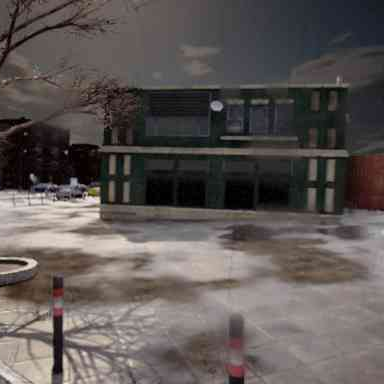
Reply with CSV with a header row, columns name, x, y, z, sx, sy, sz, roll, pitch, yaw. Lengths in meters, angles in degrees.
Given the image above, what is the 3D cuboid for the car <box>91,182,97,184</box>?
name,x,y,z,sx,sy,sz,roll,pitch,yaw
car,-23.467,-0.852,70.398,4.892,1.521,2.231,2,2,19

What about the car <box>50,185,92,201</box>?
name,x,y,z,sx,sy,sz,roll,pitch,yaw
car,-15.735,0.293,43.546,2.128,1.511,4.902,2,2,14

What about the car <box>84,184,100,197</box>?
name,x,y,z,sx,sy,sz,roll,pitch,yaw
car,-15.381,-0.083,55.431,1.882,1.535,5.008,2,2,19

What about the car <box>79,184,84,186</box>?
name,x,y,z,sx,sy,sz,roll,pitch,yaw
car,-24.319,-0.913,67.768,4.553,1.767,2.185,2,2,19

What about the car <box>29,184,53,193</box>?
name,x,y,z,sx,sy,sz,roll,pitch,yaw
car,-26.990,-0.733,59.937,4.553,1.767,2.185,2,2,19

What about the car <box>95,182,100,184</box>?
name,x,y,z,sx,sy,sz,roll,pitch,yaw
car,-21.701,-1.241,75.613,5.566,2.045,2.435,2,2,19
